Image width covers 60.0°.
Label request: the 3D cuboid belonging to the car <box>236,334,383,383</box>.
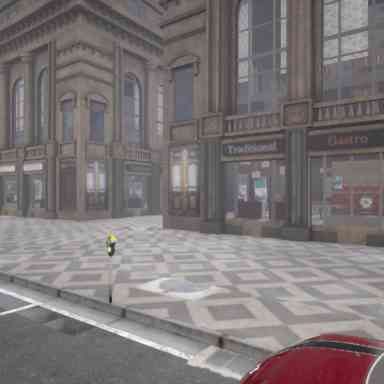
[{"bbox_3d":[1.966,1.440,1.554,4.097,1.590,1.967,0,0,36],"label":"car"}]
